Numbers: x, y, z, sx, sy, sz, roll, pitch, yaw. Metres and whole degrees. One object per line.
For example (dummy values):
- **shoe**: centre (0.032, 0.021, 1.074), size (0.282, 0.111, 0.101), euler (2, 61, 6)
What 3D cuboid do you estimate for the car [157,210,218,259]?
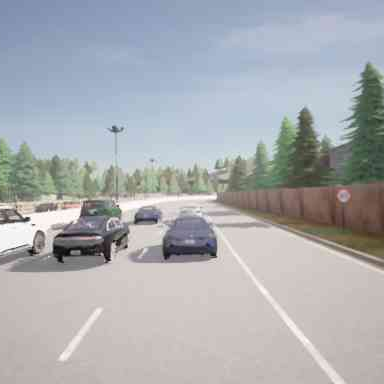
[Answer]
- **car**: centre (-0.070, 1.659, 13.214), size (1.994, 1.385, 4.181), euler (-1, 0, 0)

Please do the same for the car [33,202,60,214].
- **car**: centre (-21.193, 2.325, 48.712), size (1.837, 1.490, 4.892), euler (-1, 0, 0)

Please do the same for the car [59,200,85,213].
- **car**: centre (-17.696, 2.098, 49.235), size (2.097, 1.767, 4.553), euler (-1, -1, 0)

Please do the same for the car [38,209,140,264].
- **car**: centre (-3.572, 1.662, 12.631), size (2.128, 1.511, 4.902), euler (-1, 0, 0)

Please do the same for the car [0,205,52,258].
- **car**: centre (-7.082, 1.462, 11.340), size (2.150, 2.045, 5.566), euler (-1, 0, 0)

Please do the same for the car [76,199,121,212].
- **car**: centre (-7.099, 1.569, 26.388), size (2.150, 2.045, 5.566), euler (-1, 0, 1)

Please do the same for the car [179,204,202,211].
- **car**: centre (-0.081, 1.727, 28.383), size (1.812, 1.442, 4.674), euler (-1, 0, 0)

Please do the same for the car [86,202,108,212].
- **car**: centre (-14.189, 2.235, 49.949), size (1.994, 1.385, 4.181), euler (-1, 0, 0)

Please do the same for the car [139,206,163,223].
- **car**: centre (-3.580, 1.841, 27.923), size (1.994, 1.385, 4.181), euler (-1, 0, 0)
